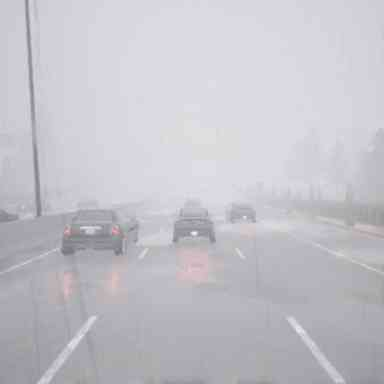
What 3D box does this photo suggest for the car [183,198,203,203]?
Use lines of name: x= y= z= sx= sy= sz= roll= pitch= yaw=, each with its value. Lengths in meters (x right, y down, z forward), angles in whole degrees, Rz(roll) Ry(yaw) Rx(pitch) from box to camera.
car: x=0.086 y=1.456 z=36.891 sx=1.837 sy=1.490 sz=4.892 roll=0 pitch=-1 yaw=0

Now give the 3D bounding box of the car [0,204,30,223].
car: x=-10.561 y=1.526 z=16.541 sx=2.033 sy=1.411 sz=5.357 roll=0 pitch=0 yaw=0

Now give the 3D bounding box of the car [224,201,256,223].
car: x=3.590 y=1.472 z=25.136 sx=1.837 sy=1.490 sz=4.892 roll=0 pitch=0 yaw=0

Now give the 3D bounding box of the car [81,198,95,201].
car: x=-14.021 y=1.458 z=44.893 sx=1.895 sy=1.301 sz=4.718 roll=0 pitch=2 yaw=0

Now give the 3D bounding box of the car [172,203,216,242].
car: x=0.094 y=1.483 z=16.188 sx=1.837 sy=1.490 sz=4.892 roll=0 pitch=-1 yaw=0

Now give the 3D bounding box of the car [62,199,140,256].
car: x=-3.405 y=1.337 z=13.267 sx=2.097 sy=1.767 sz=4.553 roll=0 pitch=0 yaw=0

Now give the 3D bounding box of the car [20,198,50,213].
car: x=-17.538 y=1.445 z=36.992 sx=2.128 sy=1.511 sz=4.902 roll=0 pitch=0 yaw=0
